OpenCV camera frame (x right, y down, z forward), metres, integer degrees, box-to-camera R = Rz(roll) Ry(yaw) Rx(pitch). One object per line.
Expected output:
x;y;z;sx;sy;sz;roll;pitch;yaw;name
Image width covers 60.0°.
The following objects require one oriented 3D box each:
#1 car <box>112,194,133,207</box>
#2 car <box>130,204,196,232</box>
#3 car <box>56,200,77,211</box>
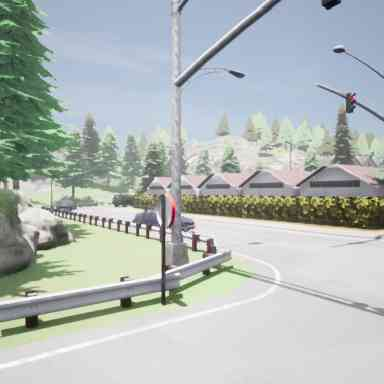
-10.393;1.398;54.114;2.150;2.045;5.566;0;0;37;car
-1.940;1.739;21.405;2.033;1.411;5.357;0;0;-35;car
-16.496;1.730;43.945;2.033;1.411;5.357;0;0;-11;car
